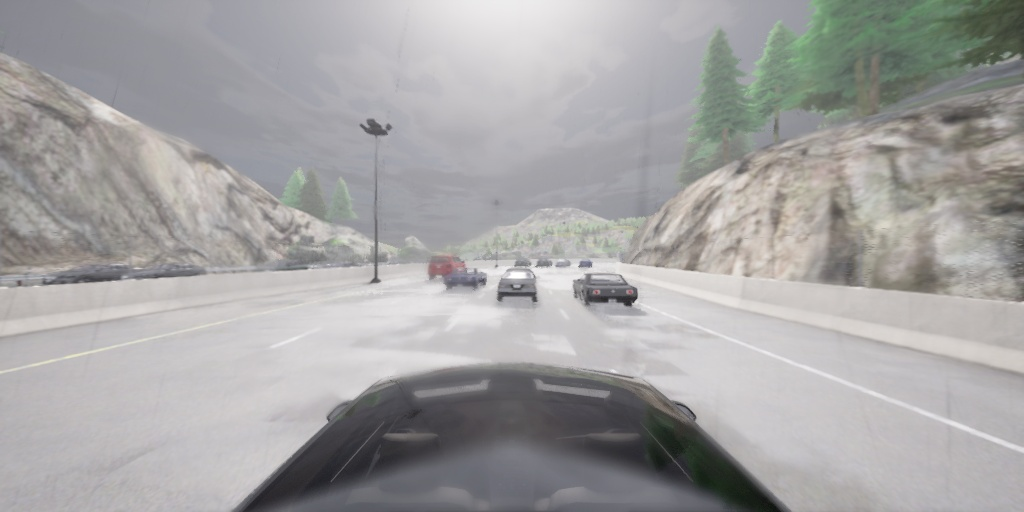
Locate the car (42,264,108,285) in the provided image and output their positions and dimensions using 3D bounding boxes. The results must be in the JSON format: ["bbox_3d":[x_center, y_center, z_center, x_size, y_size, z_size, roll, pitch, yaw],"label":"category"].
[{"bbox_3d":[-27.382,1.238,23.792,2.128,1.511,4.902,0,0,5],"label":"car"}]

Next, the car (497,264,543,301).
[{"bbox_3d":[0.372,1.298,17.297,2.033,1.411,5.357,0,0,4],"label":"car"}]

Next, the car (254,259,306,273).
[{"bbox_3d":[-19.660,1.099,30.789,2.097,1.767,4.553,0,0,7],"label":"car"}]

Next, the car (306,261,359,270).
[{"bbox_3d":[-15.893,1.241,32.737,2.128,1.511,4.902,0,0,8],"label":"car"}]

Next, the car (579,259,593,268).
[{"bbox_3d":[12.981,1.230,62.614,1.882,1.535,5.008,0,0,20],"label":"car"}]

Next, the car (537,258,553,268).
[{"bbox_3d":[5.817,1.103,63.343,2.097,1.767,4.553,0,0,18],"label":"car"}]

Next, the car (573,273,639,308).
[{"bbox_3d":[3.762,1.351,15.312,1.895,1.301,4.718,0,0,2],"label":"car"}]

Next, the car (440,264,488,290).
[{"bbox_3d":[-2.731,1.351,22.342,1.895,1.301,4.718,0,0,5],"label":"car"}]

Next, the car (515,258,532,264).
[{"bbox_3d":[2.051,1.103,63.444,2.097,1.767,4.553,0,0,18],"label":"car"}]

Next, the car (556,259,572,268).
[{"bbox_3d":[9.213,1.299,63.076,2.033,1.411,5.357,0,0,21],"label":"car"}]

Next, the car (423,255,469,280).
[{"bbox_3d":[-5.437,0.970,31.010,2.150,2.045,5.566,0,0,7],"label":"car"}]

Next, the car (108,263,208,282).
[{"bbox_3d":[-23.800,1.238,24.739,2.128,1.511,4.902,0,0,5],"label":"car"}]
